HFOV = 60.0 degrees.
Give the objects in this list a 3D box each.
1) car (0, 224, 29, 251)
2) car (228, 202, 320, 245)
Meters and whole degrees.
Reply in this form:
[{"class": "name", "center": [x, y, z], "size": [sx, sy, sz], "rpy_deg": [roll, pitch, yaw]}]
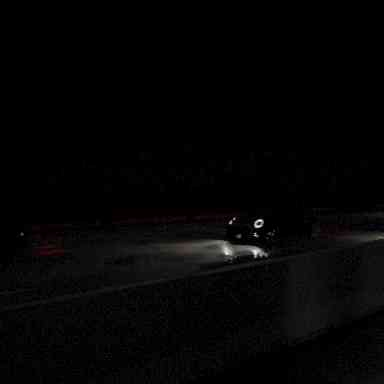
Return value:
[{"class": "car", "center": [-8.388, 1.552, 10.906], "size": [5.357, 1.411, 2.033], "rpy_deg": [0, 0, -35]}, {"class": "car", "center": [3.796, 1.271, 15.296], "size": [4.553, 1.767, 2.097], "rpy_deg": [0, 0, -35]}]
